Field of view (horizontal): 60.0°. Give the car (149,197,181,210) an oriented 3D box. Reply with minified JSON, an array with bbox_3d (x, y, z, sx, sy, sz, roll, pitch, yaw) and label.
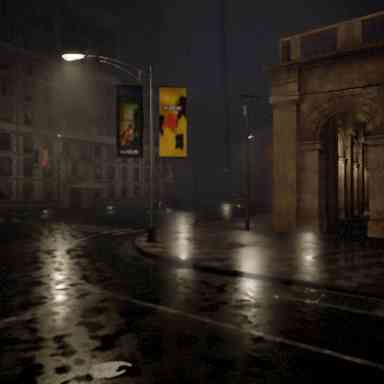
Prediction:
[{"bbox_3d":[-3.443,1.367,42.645,2.097,1.767,4.553,0,0,36],"label":"car"}]

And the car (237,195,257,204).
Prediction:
[{"bbox_3d":[10.217,1.366,61.490,2.097,1.767,4.553,0,0,36],"label":"car"}]
